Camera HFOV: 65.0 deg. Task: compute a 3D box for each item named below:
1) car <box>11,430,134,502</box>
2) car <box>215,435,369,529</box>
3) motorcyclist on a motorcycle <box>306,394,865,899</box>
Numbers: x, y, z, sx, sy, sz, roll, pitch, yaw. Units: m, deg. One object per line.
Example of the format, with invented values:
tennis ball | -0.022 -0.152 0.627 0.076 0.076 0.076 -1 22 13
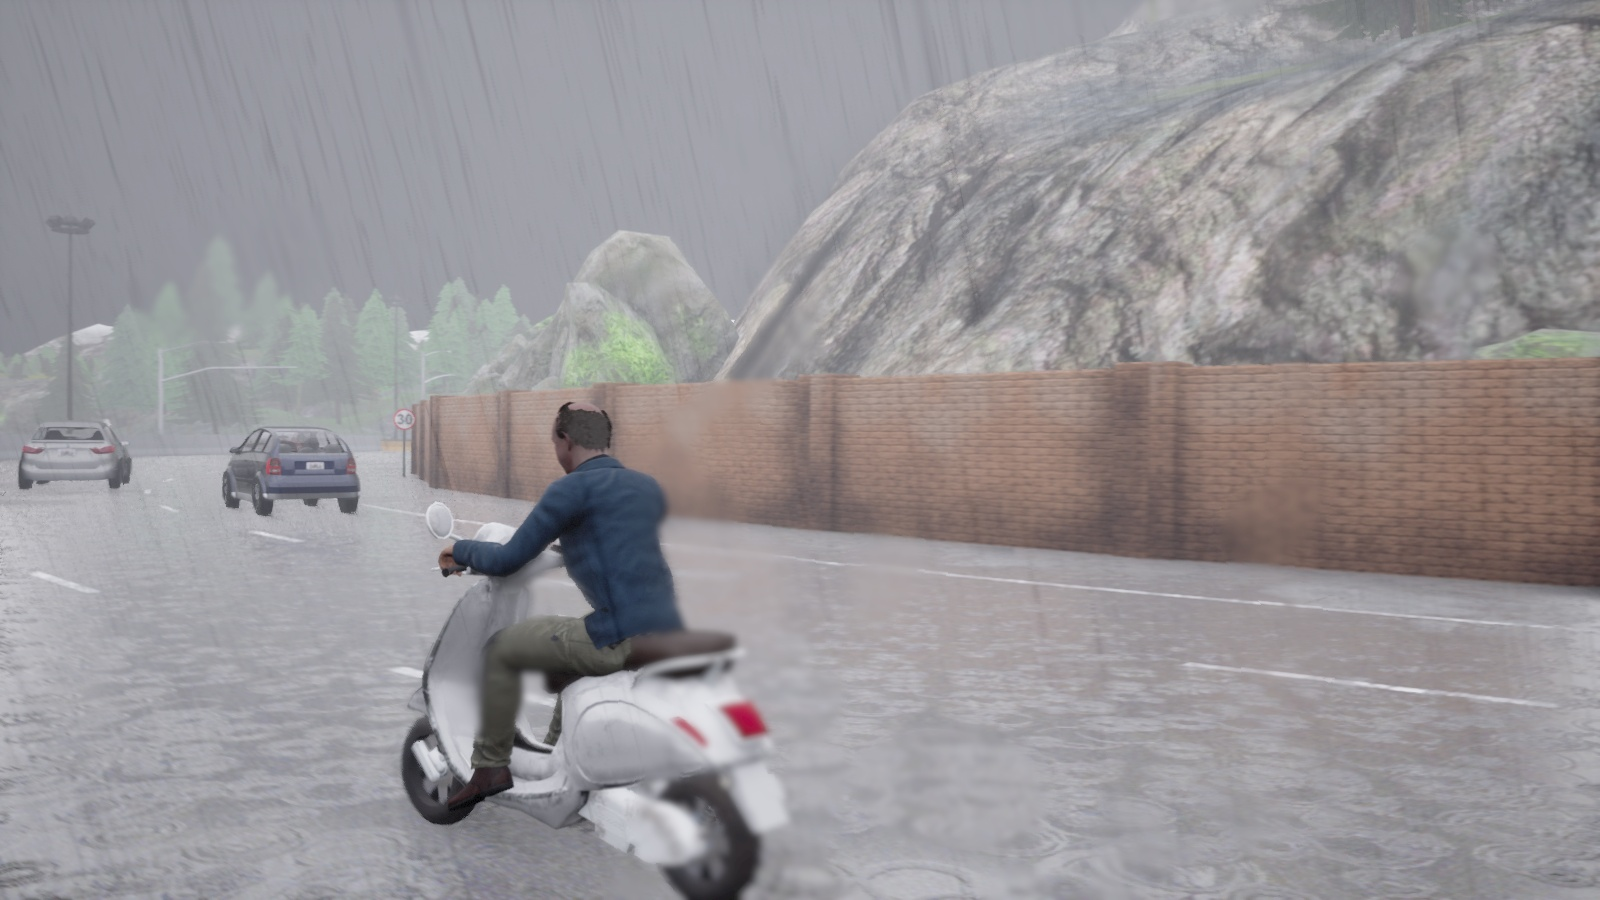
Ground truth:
car | -18.399 0.353 31.989 2.242 1.667 4.611 -1 1 -24
car | -9.397 0.520 23.080 1.789 1.549 3.705 -1 1 -36
motorcyclist on a motorcycle | -0.777 0.643 4.299 1.817 1.590 0.866 0 0 37
